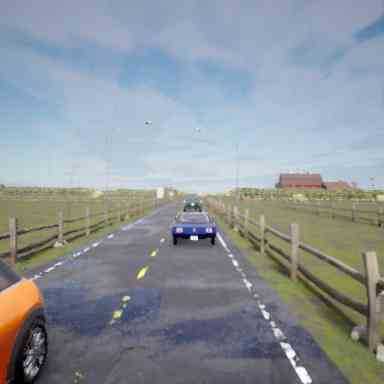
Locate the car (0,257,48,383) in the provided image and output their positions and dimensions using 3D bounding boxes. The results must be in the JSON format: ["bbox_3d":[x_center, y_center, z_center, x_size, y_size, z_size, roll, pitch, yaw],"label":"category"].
[{"bbox_3d":[-2.852,1.353,2.259,2.097,1.767,4.553,0,0,0],"label":"car"}]

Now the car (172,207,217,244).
[{"bbox_3d":[0.094,1.607,15.912,1.895,1.301,4.718,0,0,0],"label":"car"}]

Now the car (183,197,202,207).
[{"bbox_3d":[0.087,1.371,37.808,2.097,1.767,4.553,0,0,0],"label":"car"}]
